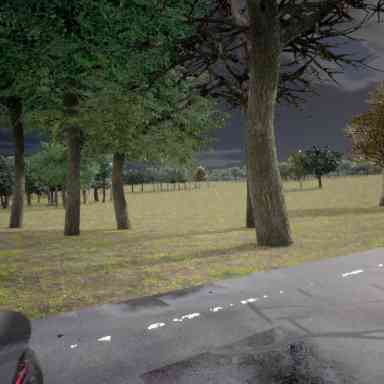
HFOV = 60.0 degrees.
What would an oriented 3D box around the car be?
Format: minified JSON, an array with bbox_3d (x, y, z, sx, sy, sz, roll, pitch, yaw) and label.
[{"bbox_3d":[-3.380,1.506,1.583,4.892,1.490,1.837,0,0,-35],"label":"car"}]
